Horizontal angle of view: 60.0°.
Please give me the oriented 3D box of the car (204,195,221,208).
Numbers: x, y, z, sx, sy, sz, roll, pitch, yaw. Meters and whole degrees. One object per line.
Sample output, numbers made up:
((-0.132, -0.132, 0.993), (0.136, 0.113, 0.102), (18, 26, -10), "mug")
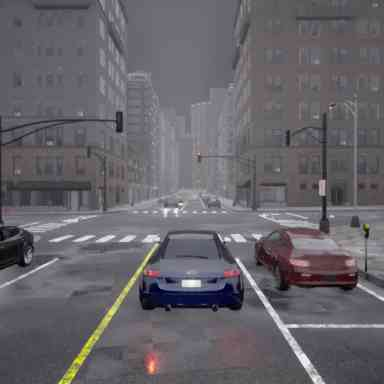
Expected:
((3.034, 1.507, 45.929), (1.802, 1.307, 4.206), (0, 0, 0), "car")

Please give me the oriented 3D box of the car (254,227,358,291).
((2.759, 1.580, 8.720), (1.802, 1.307, 4.206), (0, 0, 0), "car")

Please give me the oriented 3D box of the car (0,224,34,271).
((-5.766, 1.564, 8.722), (1.947, 1.339, 4.313), (0, 0, 0), "car")

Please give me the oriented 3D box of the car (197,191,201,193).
((0.601, 1.087, 84.368), (2.128, 1.511, 4.902), (0, 0, 0), "car")

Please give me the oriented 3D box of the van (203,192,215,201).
((3.081, 1.250, 51.480), (1.690, 1.788, 3.998), (0, 0, 0), "van")

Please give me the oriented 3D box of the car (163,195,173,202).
((-5.251, 1.357, 73.770), (2.008, 1.369, 4.403), (0, 0, 0), "car")

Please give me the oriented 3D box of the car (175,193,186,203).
((-2.641, 1.395, 62.962), (1.812, 1.442, 4.674), (0, 0, 1), "car")

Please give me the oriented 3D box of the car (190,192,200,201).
((0.516, 1.318, 74.368), (1.812, 1.442, 4.674), (0, 0, 0), "car")

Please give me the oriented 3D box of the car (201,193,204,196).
((3.227, 1.424, 68.138), (1.802, 1.307, 4.206), (0, 0, 0), "car")

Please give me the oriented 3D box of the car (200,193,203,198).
((3.274, 1.388, 73.694), (1.802, 1.307, 4.206), (0, 0, 0), "car")

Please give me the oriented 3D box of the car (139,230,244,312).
((0.002, 1.562, 7.799), (1.994, 1.385, 4.181), (0, 0, 0), "car")

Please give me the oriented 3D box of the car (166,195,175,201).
((-5.203, 1.348, 79.322), (1.802, 1.307, 4.206), (0, 0, 0), "car")

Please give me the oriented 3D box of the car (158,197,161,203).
((-5.349, 1.452, 62.664), (1.802, 1.307, 4.206), (0, 0, 0), "car")

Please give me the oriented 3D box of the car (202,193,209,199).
((3.816, 1.144, 93.078), (1.882, 1.535, 5.008), (0, 0, 0), "car")

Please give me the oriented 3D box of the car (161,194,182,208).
((-2.824, 1.430, 45.812), (1.837, 1.490, 4.892), (0, 0, 1), "car")
